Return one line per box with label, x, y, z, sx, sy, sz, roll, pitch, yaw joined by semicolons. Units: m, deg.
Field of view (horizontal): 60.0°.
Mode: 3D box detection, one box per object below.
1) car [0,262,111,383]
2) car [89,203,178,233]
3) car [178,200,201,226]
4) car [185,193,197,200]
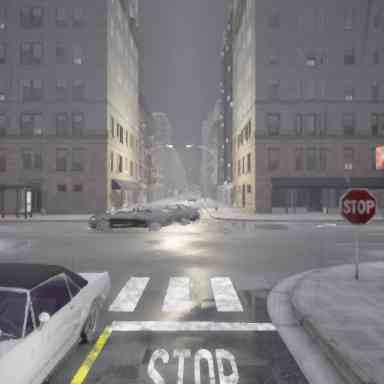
car;-2.404;1.604;3.653;1.895;1.301;4.718;0;0;1
car;-3.454;1.515;19.322;4.902;1.511;2.128;0;0;0
car;-1.856;1.516;22.571;4.902;1.511;2.128;0;0;0
car;0.000;1.645;75.702;2.128;1.511;4.902;0;0;0
